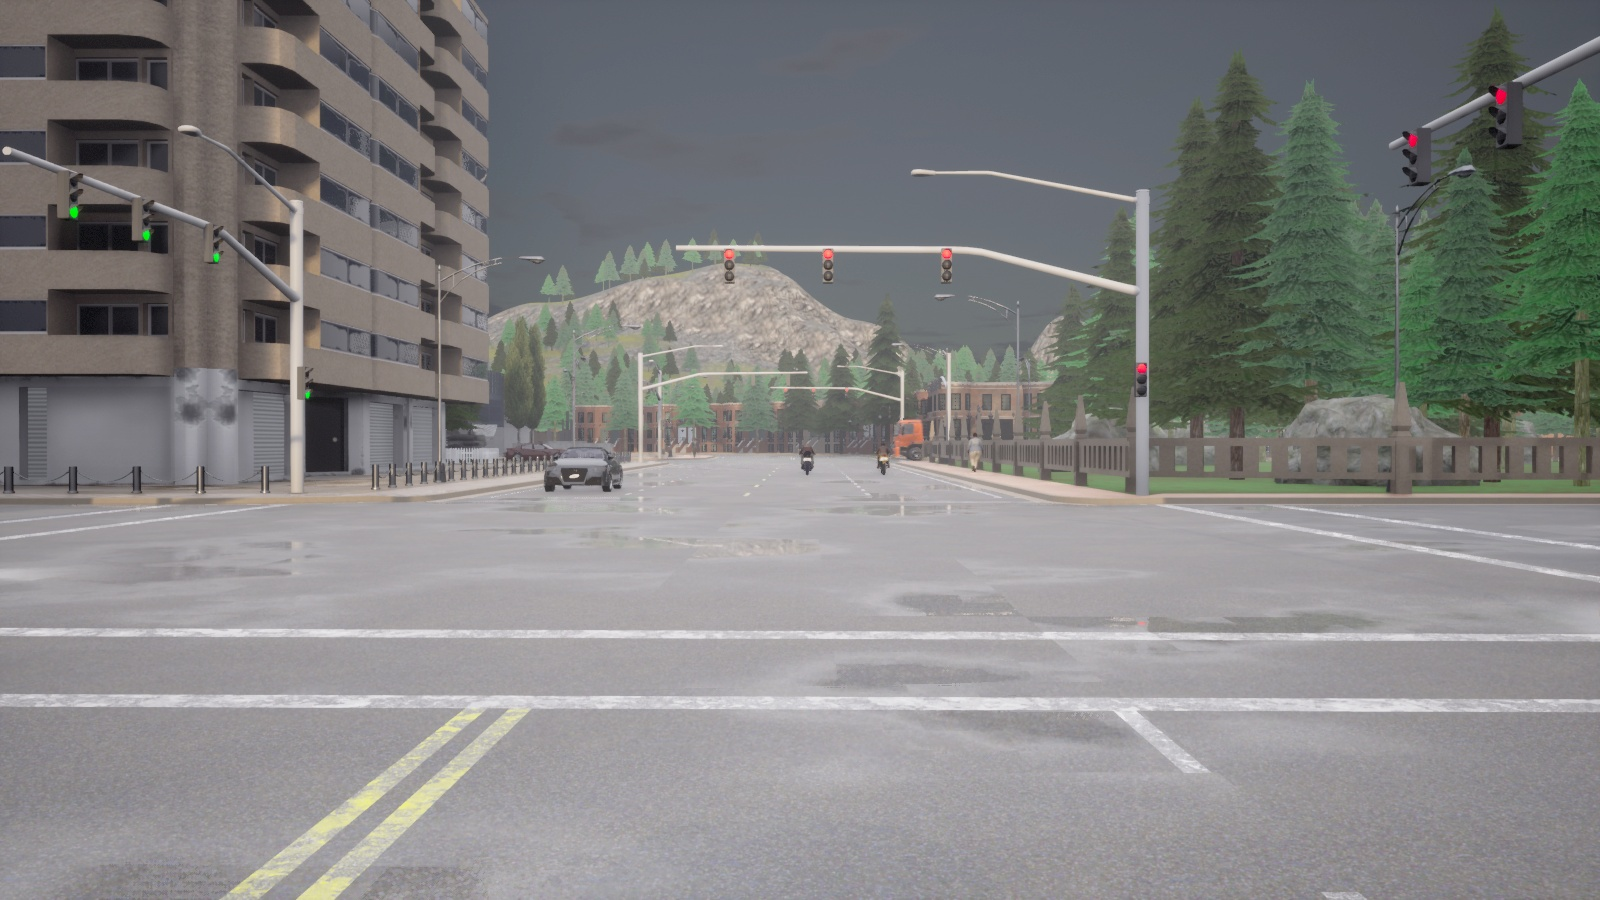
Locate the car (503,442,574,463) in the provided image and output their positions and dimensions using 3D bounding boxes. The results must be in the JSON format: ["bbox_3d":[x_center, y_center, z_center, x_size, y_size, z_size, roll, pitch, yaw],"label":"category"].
[{"bbox_3d":[-19.808,0.170,95.341,5.008,1.535,1.882,0,0,0],"label":"car"}]

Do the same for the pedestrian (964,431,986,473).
[{"bbox_3d":[7.880,0.091,56.687,0.874,1.855,0.900,0,0,0],"label":"pedestrian"}]

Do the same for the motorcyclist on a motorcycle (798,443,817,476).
[{"bbox_3d":[0.342,0.447,59.365,0.866,1.530,2.191,0,0,0],"label":"motorcyclist on a motorcycle"}]

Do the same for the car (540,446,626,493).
[{"bbox_3d":[-6.774,0.582,39.592,1.994,1.385,4.181,0,0,0],"label":"car"}]

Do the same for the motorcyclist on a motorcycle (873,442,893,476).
[{"bbox_3d":[3.836,0.403,58.251,0.797,1.523,2.044,0,0,0],"label":"motorcyclist on a motorcycle"}]
